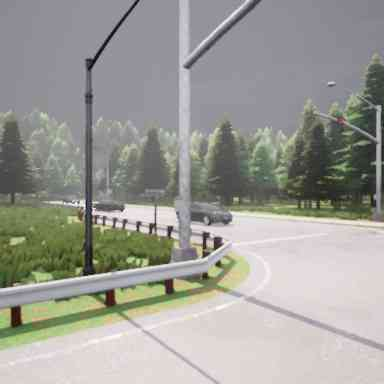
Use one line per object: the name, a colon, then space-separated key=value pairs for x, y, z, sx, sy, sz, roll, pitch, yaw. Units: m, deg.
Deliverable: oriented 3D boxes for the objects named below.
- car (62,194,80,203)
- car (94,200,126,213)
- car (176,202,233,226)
car: x=-18.106 y=1.108 z=49.542 sx=1.837 sy=1.490 sz=4.892 roll=0 pitch=0 yaw=-34
car: x=-9.015 y=1.555 z=36.451 sx=1.895 sy=1.301 sz=4.718 roll=0 pitch=0 yaw=-36
car: x=0.761 y=1.458 z=23.136 sx=1.837 sy=1.490 sz=4.892 roll=0 pitch=0 yaw=-36
